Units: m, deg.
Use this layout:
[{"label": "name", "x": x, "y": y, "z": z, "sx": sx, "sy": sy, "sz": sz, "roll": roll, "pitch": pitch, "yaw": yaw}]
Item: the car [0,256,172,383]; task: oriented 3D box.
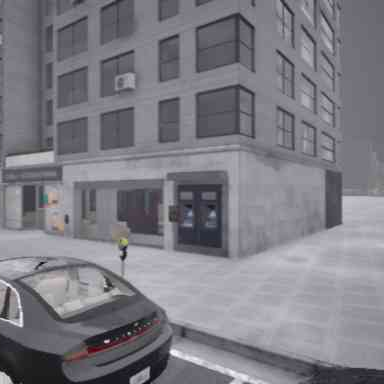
[{"label": "car", "x": -2.279, "y": 1.559, "z": 4.472, "sx": 4.403, "sy": 1.369, "sz": 2.008, "roll": 0, "pitch": 0, "yaw": 35}]

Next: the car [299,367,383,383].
[{"label": "car", "x": 2.270, "y": 1.563, "z": 1.230, "sx": 4.313, "sy": 1.339, "sz": 1.947, "roll": 0, "pitch": 0, "yaw": 35}]
